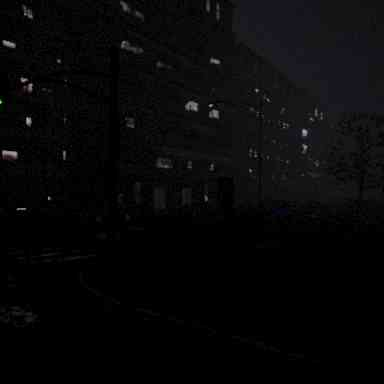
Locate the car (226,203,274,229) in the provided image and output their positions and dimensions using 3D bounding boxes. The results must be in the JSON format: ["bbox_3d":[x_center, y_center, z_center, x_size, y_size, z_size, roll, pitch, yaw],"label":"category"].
[{"bbox_3d":[3.840,1.751,23.533,1.947,1.339,4.313,1,0,36],"label":"car"}]

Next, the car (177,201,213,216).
[{"bbox_3d":[0.385,1.577,32.965,1.887,1.381,4.507,1,0,36],"label":"car"}]

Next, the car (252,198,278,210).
[{"bbox_3d":[10.235,1.610,46.328,1.967,1.590,4.097,1,0,36],"label":"car"}]

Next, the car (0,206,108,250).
[{"bbox_3d":[-6.517,1.544,14.491,2.033,1.411,5.357,1,0,33],"label":"car"}]

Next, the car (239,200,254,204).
[{"bbox_3d":[6.950,1.706,41.874,1.802,1.307,4.206,1,0,36],"label":"car"}]

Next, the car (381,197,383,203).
[{"bbox_3d":[39.954,2.231,72.528,2.008,1.369,4.403,1,0,36],"label":"car"}]

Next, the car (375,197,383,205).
[{"bbox_3d":[46.526,2.082,81.435,2.192,1.841,5.009,1,0,36],"label":"car"}]

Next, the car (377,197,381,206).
[{"bbox_3d":[36.672,2.181,68.073,1.887,1.381,4.507,1,0,36],"label":"car"}]

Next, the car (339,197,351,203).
[{"bbox_3d":[39.682,2.091,86.277,1.752,1.417,4.829,1,0,36],"label":"car"}]

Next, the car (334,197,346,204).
[{"bbox_3d":[36.501,1.964,81.960,1.967,1.590,4.097,1,0,36],"label":"car"}]

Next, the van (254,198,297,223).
[{"bbox_3d":[7.127,1.573,27.987,1.690,1.788,3.998,1,0,36],"label":"van"}]

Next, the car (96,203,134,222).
[{"bbox_3d":[-6.182,1.491,24.058,2.008,1.369,4.403,1,0,36],"label":"car"}]

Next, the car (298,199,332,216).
[{"bbox_3d":[13.692,1.764,36.896,1.967,1.590,4.097,1,0,36],"label":"car"}]

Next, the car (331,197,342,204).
[{"bbox_3d":[33.215,2.047,77.506,1.947,1.339,4.313,1,0,36],"label":"car"}]

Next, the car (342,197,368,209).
[{"bbox_3d":[26.826,1.819,54.711,2.192,1.841,5.009,1,0,36],"label":"car"}]

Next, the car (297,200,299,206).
[{"bbox_3d":[16.799,1.842,55.236,1.802,1.307,4.206,1,0,36],"label":"car"}]

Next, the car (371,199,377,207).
[{"bbox_3d":[33.390,2.033,63.620,1.967,1.590,4.097,1,0,36],"label":"car"}]

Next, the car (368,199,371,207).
[{"bbox_3d":[30.104,2.131,59.165,1.802,1.307,4.206,1,0,36],"label":"car"}]
